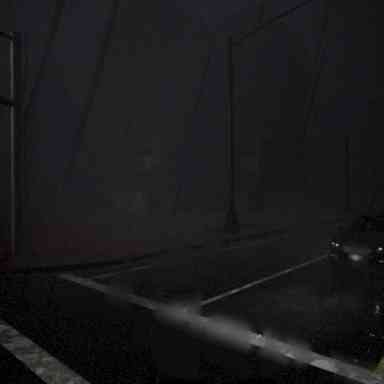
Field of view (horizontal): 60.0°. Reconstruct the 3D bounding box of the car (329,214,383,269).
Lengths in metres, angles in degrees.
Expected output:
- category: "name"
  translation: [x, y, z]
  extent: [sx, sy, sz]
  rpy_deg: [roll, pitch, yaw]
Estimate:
- category: "car"
  translation: [6.048, 1.489, 10.755]
  extent: [2.128, 1.511, 4.902]
  rpy_deg: [-1, 0, 42]
